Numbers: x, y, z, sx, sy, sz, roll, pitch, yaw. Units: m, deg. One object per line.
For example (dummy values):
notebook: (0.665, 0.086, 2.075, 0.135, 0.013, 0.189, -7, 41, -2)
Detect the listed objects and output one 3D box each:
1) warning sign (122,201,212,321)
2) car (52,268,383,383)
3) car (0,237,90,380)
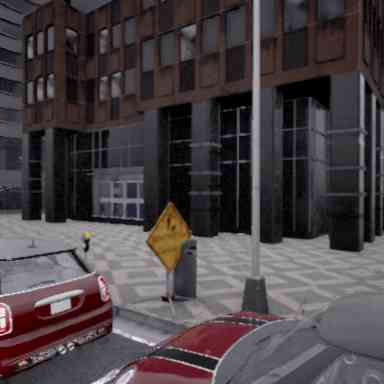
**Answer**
warning sign: (-0.427, 1.111, 6.105, 1.060, 1.860, 1.300, 0, 0, 36)
car: (1.216, 1.440, 2.092, 4.097, 1.590, 1.967, 0, 0, 36)
car: (-3.199, 1.433, 5.245, 4.097, 1.590, 1.967, 0, 0, 36)
